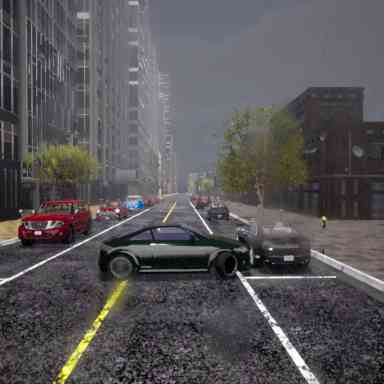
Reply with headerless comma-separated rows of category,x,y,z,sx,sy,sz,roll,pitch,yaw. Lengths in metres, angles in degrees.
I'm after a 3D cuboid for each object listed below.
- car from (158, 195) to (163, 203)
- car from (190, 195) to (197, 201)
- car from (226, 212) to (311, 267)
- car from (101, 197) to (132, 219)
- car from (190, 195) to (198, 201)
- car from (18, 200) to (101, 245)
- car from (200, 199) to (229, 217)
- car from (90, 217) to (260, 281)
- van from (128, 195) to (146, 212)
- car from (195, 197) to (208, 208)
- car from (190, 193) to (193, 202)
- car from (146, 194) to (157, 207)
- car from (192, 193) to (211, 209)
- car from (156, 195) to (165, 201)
car,-7.423,1.522,66.260,1.887,1.381,4.507,-1,0,-2
car,0.370,1.551,88.600,1.802,1.307,4.206,-1,0,-2
car,2.548,1.548,11.148,2.008,1.369,4.403,-1,0,-2
car,-6.392,1.432,26.802,1.967,1.590,4.097,-1,0,-2
car,0.516,1.537,83.068,1.947,1.339,4.313,-1,0,-2
car,-6.192,1.310,15.734,2.192,1.841,5.009,-1,0,-2
car,2.010,1.543,27.007,2.008,1.369,4.403,-1,0,-1
car,-0.469,1.557,9.400,4.181,1.385,1.994,0,0,-5
van,-6.694,1.329,38.595,1.690,1.788,3.998,-1,0,-2
car,1.389,1.509,50.042,1.752,1.417,4.829,-1,0,-2
car,0.805,1.291,72.003,2.192,1.841,5.009,-1,0,-2
car,-6.987,1.299,49.661,2.192,1.841,5.009,-1,0,-2
car,1.537,1.301,44.340,2.192,1.841,5.009,-1,0,-2
car,-7.858,1.497,82.688,1.752,1.417,4.829,-1,0,-2
